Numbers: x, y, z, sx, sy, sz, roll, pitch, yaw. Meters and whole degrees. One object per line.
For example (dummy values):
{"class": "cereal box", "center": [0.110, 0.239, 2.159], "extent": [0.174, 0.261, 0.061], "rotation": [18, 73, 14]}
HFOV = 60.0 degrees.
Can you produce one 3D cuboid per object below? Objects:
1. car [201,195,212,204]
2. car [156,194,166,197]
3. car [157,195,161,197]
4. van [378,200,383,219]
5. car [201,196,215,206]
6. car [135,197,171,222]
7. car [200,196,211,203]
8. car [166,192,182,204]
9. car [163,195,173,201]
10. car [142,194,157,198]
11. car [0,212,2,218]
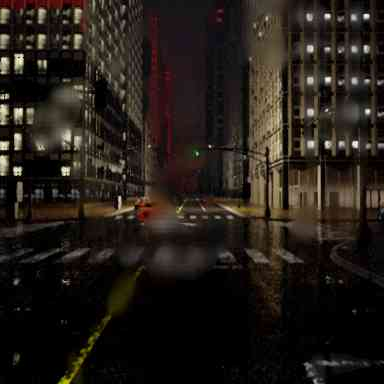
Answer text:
{"class": "car", "center": [2.686, 1.410, 62.539], "extent": [1.752, 1.417, 4.829], "rotation": [1, 0, 0]}
{"class": "car", "center": [-5.687, 1.221, 51.149], "extent": [2.192, 1.841, 5.009], "rotation": [1, 0, 0]}
{"class": "car", "center": [-5.691, 1.498, 45.574], "extent": [1.802, 1.307, 4.206], "rotation": [1, 0, 0]}
{"class": "van", "center": [15.976, 1.408, 24.514], "extent": [3.998, 1.788, 1.690], "rotation": [0, -1, 0]}
{"class": "car", "center": [2.688, 1.487, 51.214], "extent": [1.802, 1.307, 4.206], "rotation": [1, 0, 0]}
{"class": "car", "center": [-3.006, 1.460, 26.360], "extent": [1.882, 1.535, 5.008], "rotation": [0, 0, 0]}
{"class": "car", "center": [2.683, 1.441, 67.947], "extent": [1.947, 1.339, 4.313], "rotation": [1, 0, 0]}
{"class": "car", "center": [-3.018, 1.043, 60.065], "extent": [2.150, 2.045, 5.566], "rotation": [0, 0, 0]}
{"class": "car", "center": [-5.700, 1.400, 79.025], "extent": [1.887, 1.381, 4.507], "rotation": [1, 0, 0]}
{"class": "car", "center": [-5.686, 1.366, 39.999], "extent": [1.967, 1.590, 4.097], "rotation": [1, 0, 0]}
{"class": "car", "center": [-16.498, 1.452, 24.576], "extent": [4.097, 1.590, 1.967], "rotation": [0, -1, 0]}
